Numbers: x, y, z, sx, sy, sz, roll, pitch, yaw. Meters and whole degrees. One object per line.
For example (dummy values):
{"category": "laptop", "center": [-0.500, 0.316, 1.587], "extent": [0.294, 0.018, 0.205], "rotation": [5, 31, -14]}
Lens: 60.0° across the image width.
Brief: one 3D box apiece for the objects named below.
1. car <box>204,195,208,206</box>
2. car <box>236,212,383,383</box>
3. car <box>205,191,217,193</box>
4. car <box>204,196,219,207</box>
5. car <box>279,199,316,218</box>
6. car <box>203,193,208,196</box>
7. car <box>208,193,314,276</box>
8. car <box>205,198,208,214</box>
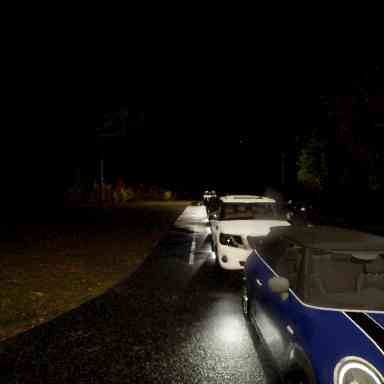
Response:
{"category": "car", "center": [2.224, 1.322, 29.313], "extent": [1.882, 1.535, 5.008], "rotation": [0, 0, 2]}
{"category": "car", "center": [1.941, 1.338, 4.126], "extent": [2.097, 1.767, 4.553], "rotation": [0, 0, 0]}
{"category": "car", "center": [2.964, 0.938, 54.408], "extent": [2.150, 2.045, 5.566], "rotation": [0, 0, 3]}
{"category": "car", "center": [2.761, 1.314, 47.975], "extent": [1.994, 1.385, 4.181], "rotation": [0, 0, 3]}
{"category": "car", "center": [9.229, 1.410, 29.450], "extent": [1.994, 1.385, 4.181], "rotation": [0, 0, 2]}
{"category": "car", "center": [2.558, 1.275, 41.567], "extent": [2.128, 1.511, 4.902], "rotation": [0, 0, 2]}
{"category": "car", "center": [1.745, 1.160, 10.473], "extent": [2.150, 2.045, 5.566], "rotation": [0, 0, 1]}
{"category": "car", "center": [2.062, 1.380, 23.060], "extent": [1.837, 1.490, 4.892], "rotation": [0, 0, 2]}
